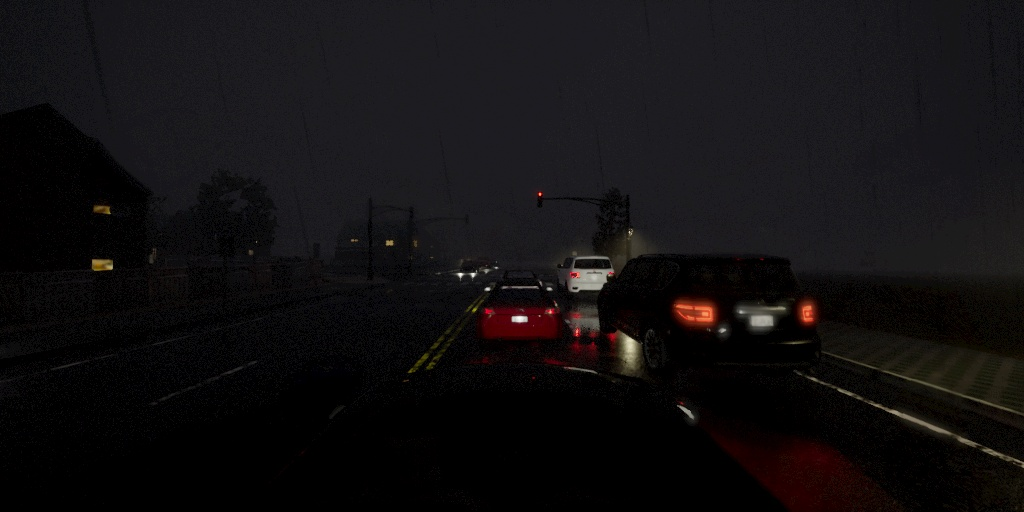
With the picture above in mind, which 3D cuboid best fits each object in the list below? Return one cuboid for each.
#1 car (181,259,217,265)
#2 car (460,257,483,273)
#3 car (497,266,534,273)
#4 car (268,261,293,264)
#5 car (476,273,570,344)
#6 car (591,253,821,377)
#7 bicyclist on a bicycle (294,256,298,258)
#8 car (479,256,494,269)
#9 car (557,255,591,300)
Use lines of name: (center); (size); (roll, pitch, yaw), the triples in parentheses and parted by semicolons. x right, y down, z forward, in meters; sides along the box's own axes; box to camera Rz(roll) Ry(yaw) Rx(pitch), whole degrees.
car: (-30.991, 0.819, 36.056); (5.357, 1.411, 2.033); (1, -1, 16)
car: (-5.375, 1.296, 46.133); (1.882, 1.535, 5.008); (0, 0, 3)
car: (0.342, 1.364, 18.469); (1.895, 1.301, 4.718); (0, 0, -3)
car: (-20.871, 0.940, 33.229); (4.892, 1.490, 1.837); (1, -1, 16)
car: (0.177, 1.319, 9.659); (1.994, 1.385, 4.181); (0, 0, 0)
car: (3.402, 0.974, 7.537); (2.150, 2.045, 5.566); (0, 0, 0)
bicyclist on a bicycle: (-24.187, 0.781, 40.246); (0.582, 1.620, 1.656); (1, -1, 16)
car: (-4.684, 1.072, 57.978); (2.150, 2.045, 5.566); (0, -1, 4)
car: (3.554, 0.983, 17.896); (2.150, 2.045, 5.566); (0, 0, 1)
